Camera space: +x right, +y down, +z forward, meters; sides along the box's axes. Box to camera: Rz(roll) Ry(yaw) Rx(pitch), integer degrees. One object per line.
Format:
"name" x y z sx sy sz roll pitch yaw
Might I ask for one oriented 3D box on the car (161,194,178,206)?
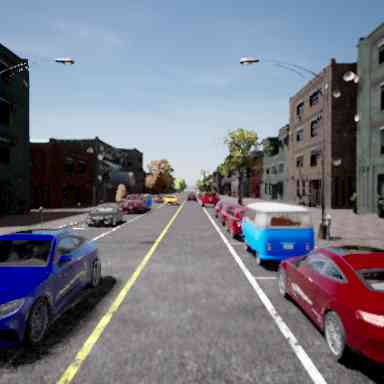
"car" -3.061 1.239 49.935 1.882 1.535 5.008 0 0 0

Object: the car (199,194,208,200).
"car" 2.696 1.193 77.729 1.947 1.339 4.313 -1 0 0

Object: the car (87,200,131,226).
"car" -5.691 1.445 22.245 2.008 1.369 4.403 -1 0 0

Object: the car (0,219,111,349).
"car" -3.099 1.495 6.353 1.812 1.442 4.674 0 0 0

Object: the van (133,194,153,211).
"van" -5.691 1.156 38.888 1.690 1.788 3.998 -1 0 0

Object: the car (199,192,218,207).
"car" 2.398 1.010 45.747 2.150 2.045 5.566 0 0 0

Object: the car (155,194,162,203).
"car" -5.688 1.148 61.082 1.967 1.590 4.097 -1 0 0

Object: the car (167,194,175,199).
"car" -5.683 1.155 88.824 1.802 1.307 4.206 -1 0 0

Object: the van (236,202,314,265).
"van" 2.686 1.288 11.148 1.690 1.788 3.998 -1 0 0

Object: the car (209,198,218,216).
"car" 2.691 1.449 27.794 1.802 1.307 4.206 -1 0 0

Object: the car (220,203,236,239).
"car" 2.689 1.465 16.697 1.887 1.381 4.507 -1 0 0

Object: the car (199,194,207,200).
"car" 2.697 1.125 83.446 1.752 1.417 4.829 -1 0 0

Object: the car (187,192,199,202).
"car" 0.005 1.041 65.305 2.097 1.767 4.553 0 0 0

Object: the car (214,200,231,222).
"car" 2.690 1.476 22.246 1.802 1.307 4.206 -1 0 0

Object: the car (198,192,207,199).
"car" 2.695 0.888 88.825 2.192 1.841 5.009 -1 0 0

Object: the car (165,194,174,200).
"car" -5.685 1.151 83.275 2.008 1.369 4.403 -1 0 0

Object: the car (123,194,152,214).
"car" -5.692 1.156 33.340 2.192 1.841 5.009 -1 0 0

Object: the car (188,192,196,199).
"car" 0.009 0.799 87.336 2.097 1.767 4.553 0 0 0

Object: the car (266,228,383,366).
"car" 2.689 1.555 5.601 1.802 1.307 4.206 -1 0 0

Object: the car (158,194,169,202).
"car" -5.686 1.226 66.631 1.887 1.381 4.507 -1 0 0

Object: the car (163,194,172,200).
"car" -5.684 1.209 77.727 1.802 1.307 4.206 -1 0 0
